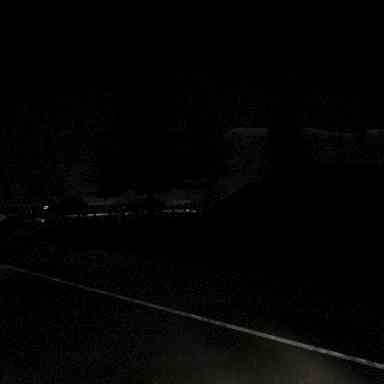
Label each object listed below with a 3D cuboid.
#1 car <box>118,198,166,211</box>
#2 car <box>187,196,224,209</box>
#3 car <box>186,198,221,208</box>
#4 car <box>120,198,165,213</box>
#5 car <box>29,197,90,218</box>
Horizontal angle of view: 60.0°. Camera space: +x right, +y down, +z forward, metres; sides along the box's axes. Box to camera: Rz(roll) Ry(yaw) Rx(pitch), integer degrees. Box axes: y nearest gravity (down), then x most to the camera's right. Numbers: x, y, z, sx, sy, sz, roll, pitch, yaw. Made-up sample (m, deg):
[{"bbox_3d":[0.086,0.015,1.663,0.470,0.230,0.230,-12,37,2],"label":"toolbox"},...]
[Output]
[{"bbox_3d":[-5.934,1.448,39.885,5.357,1.411,2.033,0,0,-42],"label":"car"},{"bbox_3d":[1.742,1.276,41.526,4.553,1.767,2.097,0,0,-35],"label":"car"},{"bbox_3d":[1.631,1.514,45.774,4.718,1.301,1.895,0,0,-35],"label":"car"},{"bbox_3d":[-5.183,1.406,35.789,4.902,1.511,2.128,0,0,-42],"label":"car"},{"bbox_3d":[-11.389,1.260,29.373,2.097,1.767,4.553,0,0,41],"label":"car"}]
